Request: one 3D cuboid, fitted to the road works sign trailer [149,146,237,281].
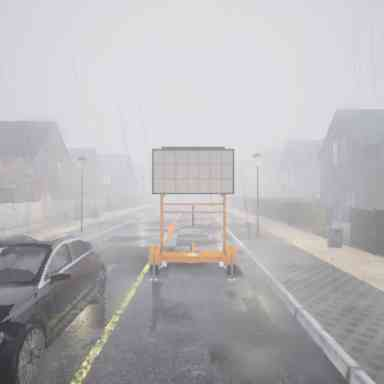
[{"bbox_3d":[0.034,0.469,9.824,2.380,3.560,2.880,0,0,1],"label":"road works sign trailer"}]

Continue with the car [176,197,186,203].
[{"bbox_3d":[-2.523,1.942,77.498,1.994,1.385,4.181,0,-1,0],"label":"car"}]

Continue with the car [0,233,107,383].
[{"bbox_3d":[-2.734,1.494,5.307,2.128,1.511,4.902,0,0,0],"label":"car"}]
